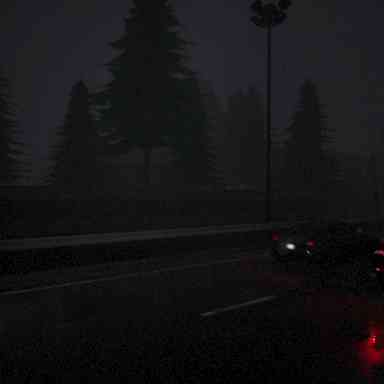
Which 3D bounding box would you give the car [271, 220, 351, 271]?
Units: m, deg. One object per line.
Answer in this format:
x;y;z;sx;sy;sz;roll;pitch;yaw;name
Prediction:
4.651;1.663;11.365;4.181;1.385;1.994;1;0;-36;car

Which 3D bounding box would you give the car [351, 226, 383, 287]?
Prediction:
6.359;1.588;8.285;4.902;1.511;2.128;1;0;-36;car
